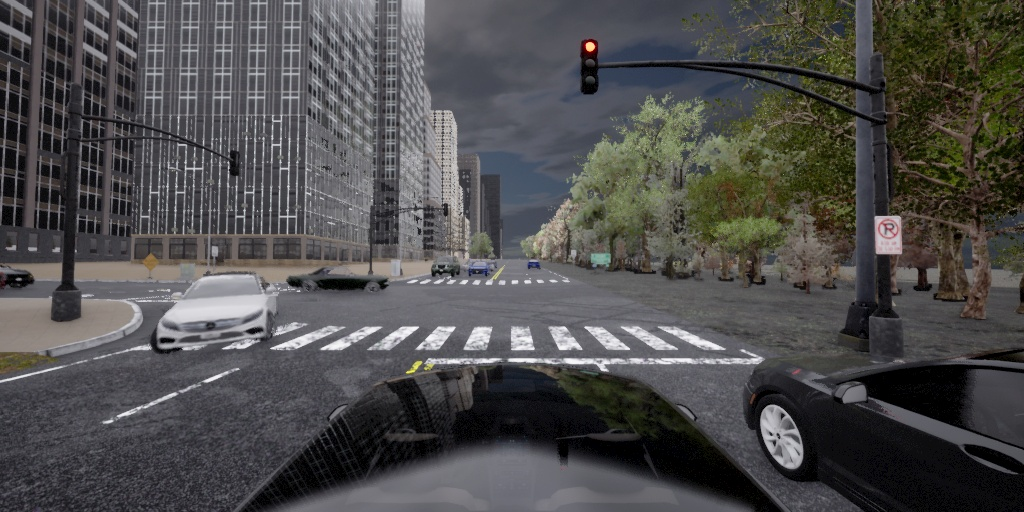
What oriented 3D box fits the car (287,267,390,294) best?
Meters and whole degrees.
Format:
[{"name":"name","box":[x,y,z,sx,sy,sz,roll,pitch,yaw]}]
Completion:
[{"name":"car","box":[-8.856,1.250,18.786,4.718,1.301,1.895,2,-2,-16]}]

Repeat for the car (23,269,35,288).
[{"name":"car","box":[-25.291,0.786,16.480,4.892,1.490,1.837,1,-2,-4]}]

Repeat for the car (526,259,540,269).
[{"name":"car","box":[3.370,1.230,57.276,1.882,1.535,5.008,0,1,0]}]

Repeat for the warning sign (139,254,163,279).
[{"name":"warning sign","box":[-26.156,0.734,25.896,1.060,1.860,1.300,0,0,-4]}]

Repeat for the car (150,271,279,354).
[{"name":"car","box":[-7.127,1.175,9.118,1.812,1.442,4.674,-2,4,-30]}]

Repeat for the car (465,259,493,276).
[{"name":"car","box":[-3.339,1.252,37.094,1.882,1.535,5.008,0,0,0]}]

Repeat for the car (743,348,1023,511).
[{"name":"car","box":[3.348,1.248,1.803,1.837,1.490,4.892,-1,0,0]}]

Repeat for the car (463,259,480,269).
[{"name":"car","box":[-6.575,1.280,58.759,2.128,1.511,4.902,0,0,0]}]

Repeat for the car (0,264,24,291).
[{"name":"car","box":[-22.387,0.691,13.425,5.008,1.535,1.882,1,-2,-4]}]

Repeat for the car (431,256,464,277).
[{"name":"car","box":[-6.595,0.995,36.238,2.150,2.045,5.566,0,0,0]}]

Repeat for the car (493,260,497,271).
[{"name":"car","box":[-3.342,1.381,46.419,1.895,1.301,4.718,0,0,0]}]
